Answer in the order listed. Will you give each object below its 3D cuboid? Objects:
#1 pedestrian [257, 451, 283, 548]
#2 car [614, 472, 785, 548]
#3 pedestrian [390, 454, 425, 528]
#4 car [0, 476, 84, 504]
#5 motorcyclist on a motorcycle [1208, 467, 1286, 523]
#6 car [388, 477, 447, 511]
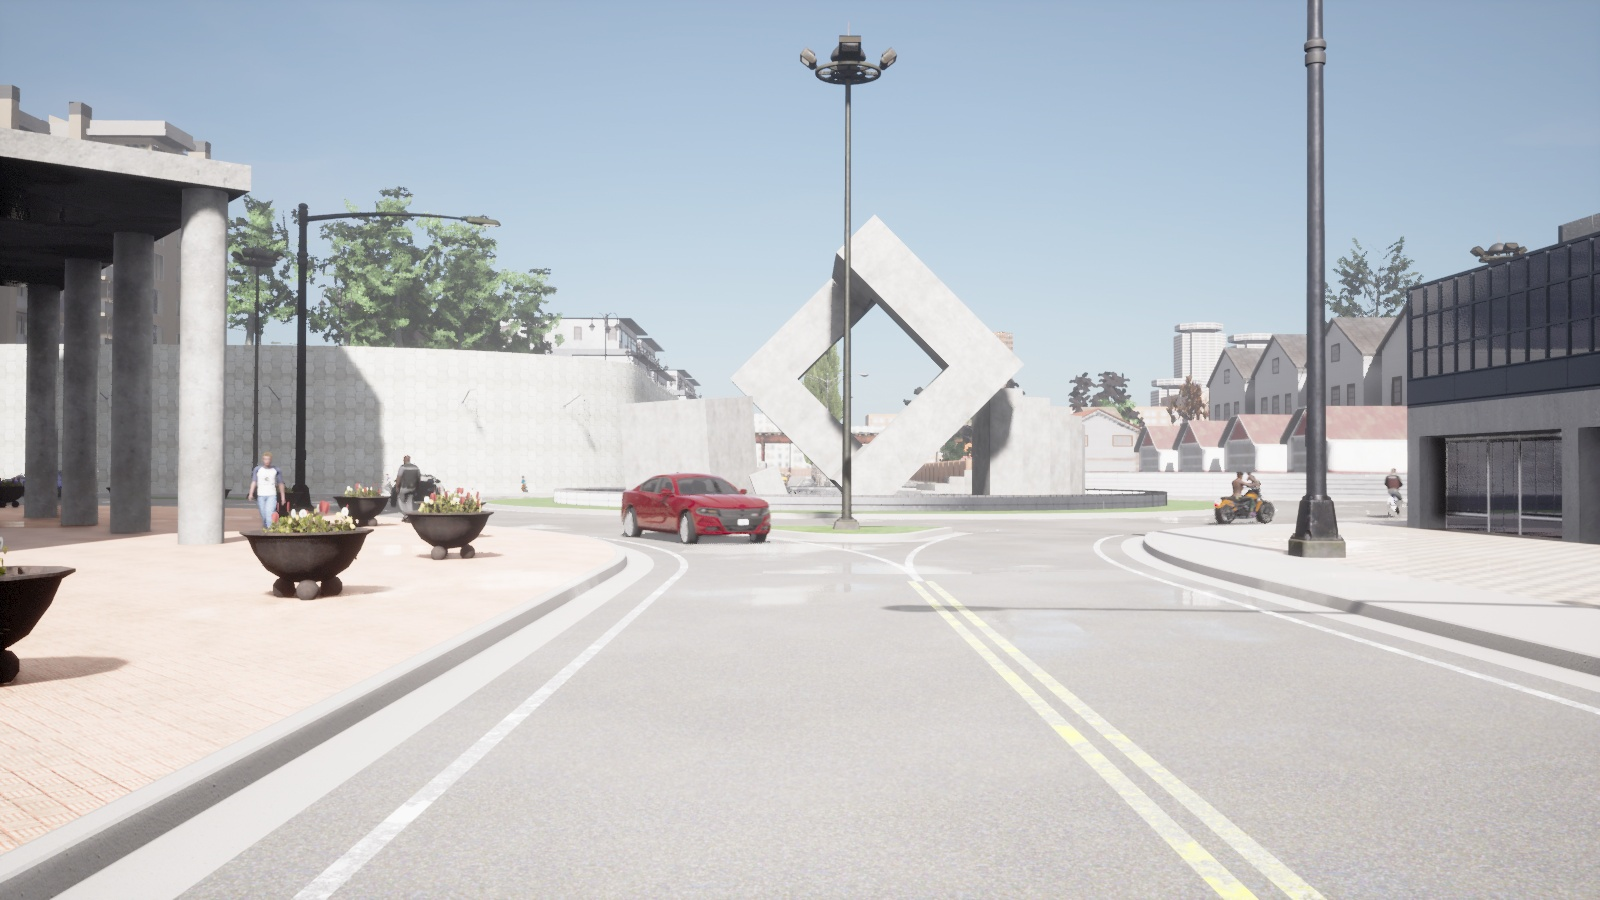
[{"bbox_3d":[-10.187,0.934,24.144,0.354,1.836,0.706,0,-1,-13],"label":"pedestrian"},{"bbox_3d":[-2.365,1.273,28.153,1.882,1.535,5.008,0,-1,-30],"label":"car"},{"bbox_3d":[-10.257,1.060,32.802,0.563,1.883,0.849,1,-1,-41],"label":"pedestrian"},{"bbox_3d":[-40.476,2.102,66.388,4.193,1.474,1.816,0,-1,-1],"label":"car"},{"bbox_3d":[13.519,1.347,37.975,2.350,1.649,0.766,0,-2,-26],"label":"motorcyclist on a motorcycle"},{"bbox_3d":[-16.336,1.845,53.792,1.994,1.385,4.181,0,-1,-11],"label":"car"}]
